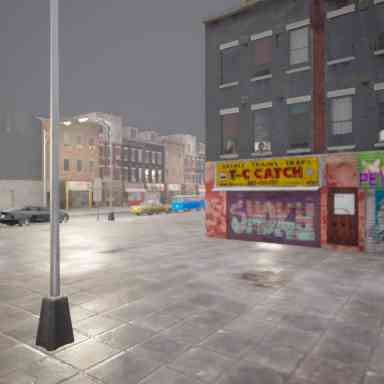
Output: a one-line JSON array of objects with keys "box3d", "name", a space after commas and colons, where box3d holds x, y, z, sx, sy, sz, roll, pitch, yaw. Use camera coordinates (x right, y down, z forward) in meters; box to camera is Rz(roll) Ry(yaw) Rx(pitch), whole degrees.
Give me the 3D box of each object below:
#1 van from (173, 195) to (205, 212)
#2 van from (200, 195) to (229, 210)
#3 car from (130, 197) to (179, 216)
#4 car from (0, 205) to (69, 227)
[{"box3d": [-0.470, 1.250, 35.939, 1.690, 1.788, 3.998, 0, 0, 36], "name": "van"}, {"box3d": [2.826, 1.235, 40.541, 1.690, 1.788, 3.998, 0, 0, 36], "name": "van"}, {"box3d": [-3.667, 1.449, 31.476, 1.752, 1.417, 4.829, 0, 0, 36], "name": "car"}, {"box3d": [-10.357, 1.522, 22.134, 1.947, 1.339, 4.313, 0, 0, 36], "name": "car"}]
